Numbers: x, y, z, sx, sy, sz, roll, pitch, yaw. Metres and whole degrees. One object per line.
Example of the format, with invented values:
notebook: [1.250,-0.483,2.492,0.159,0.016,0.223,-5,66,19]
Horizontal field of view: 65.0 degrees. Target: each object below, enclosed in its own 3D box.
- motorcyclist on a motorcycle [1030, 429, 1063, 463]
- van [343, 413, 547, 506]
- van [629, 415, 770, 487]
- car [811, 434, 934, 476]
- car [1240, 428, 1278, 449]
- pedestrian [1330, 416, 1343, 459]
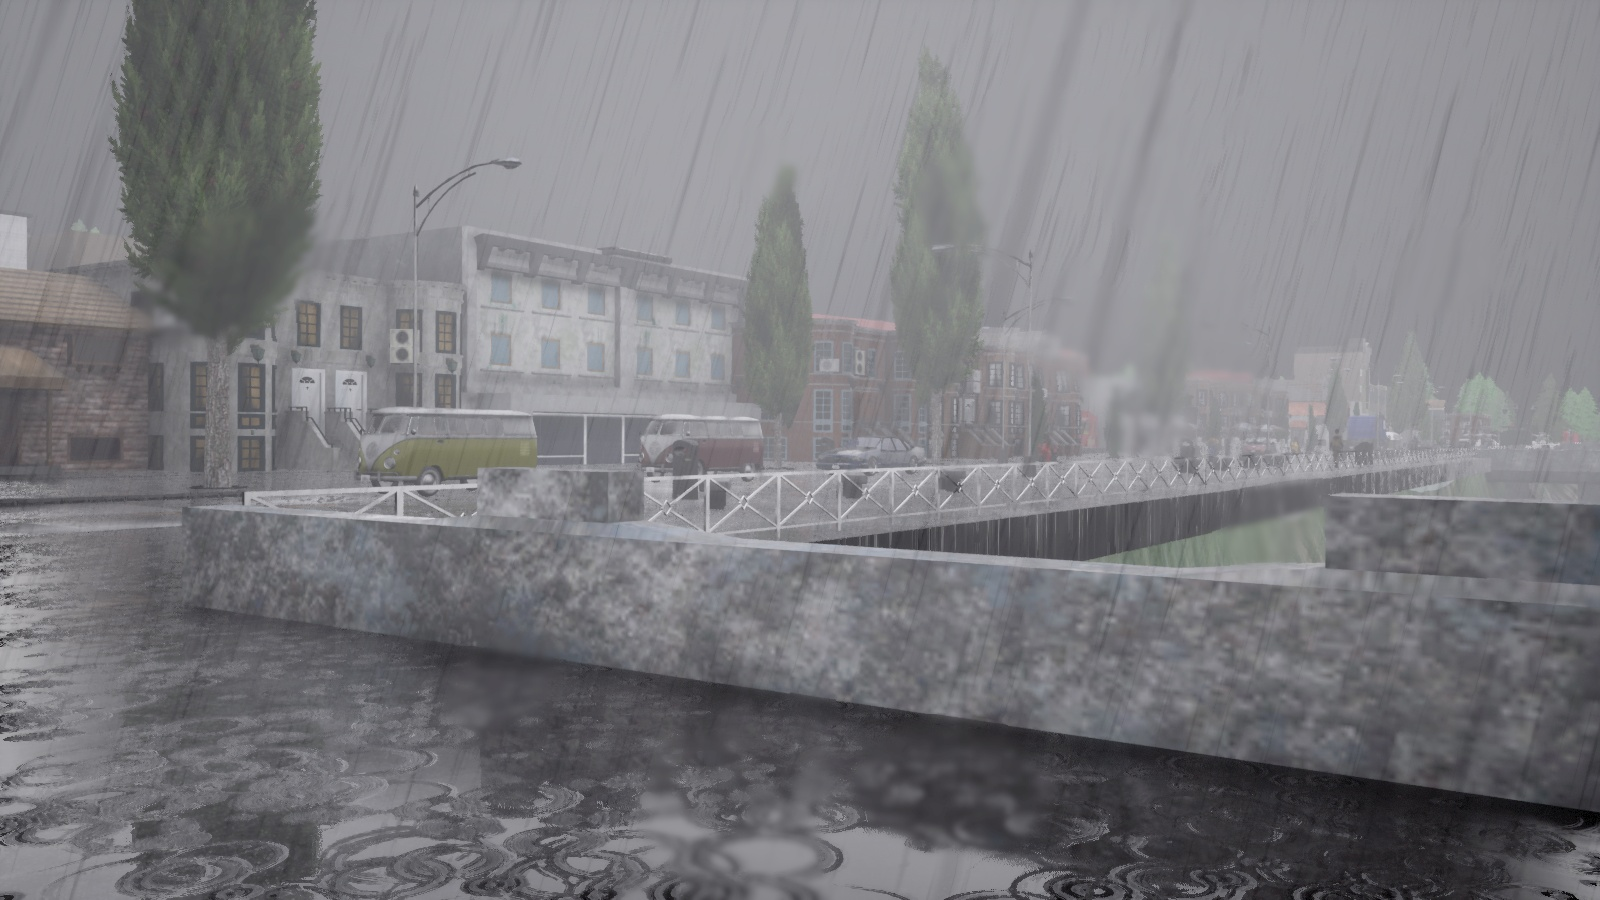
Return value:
motorcyclist on a motorcycle: [11.574,-0.195,58.835,0.797,1.523,2.044,0,1,34]
van: [-8.123,0.160,29.145,1.775,1.987,4.442,0,1,34]
van: [-2.887,0.005,37.038,1.775,1.987,4.442,0,1,34]
car: [2.702,0.134,45.464,2.033,1.411,5.357,0,1,33]
car: [33.721,-0.819,92.217,1.845,1.501,3.633,0,1,34]
pedestrian: [24.630,-0.569,57.645,0.396,1.930,0.692,0,1,37]
